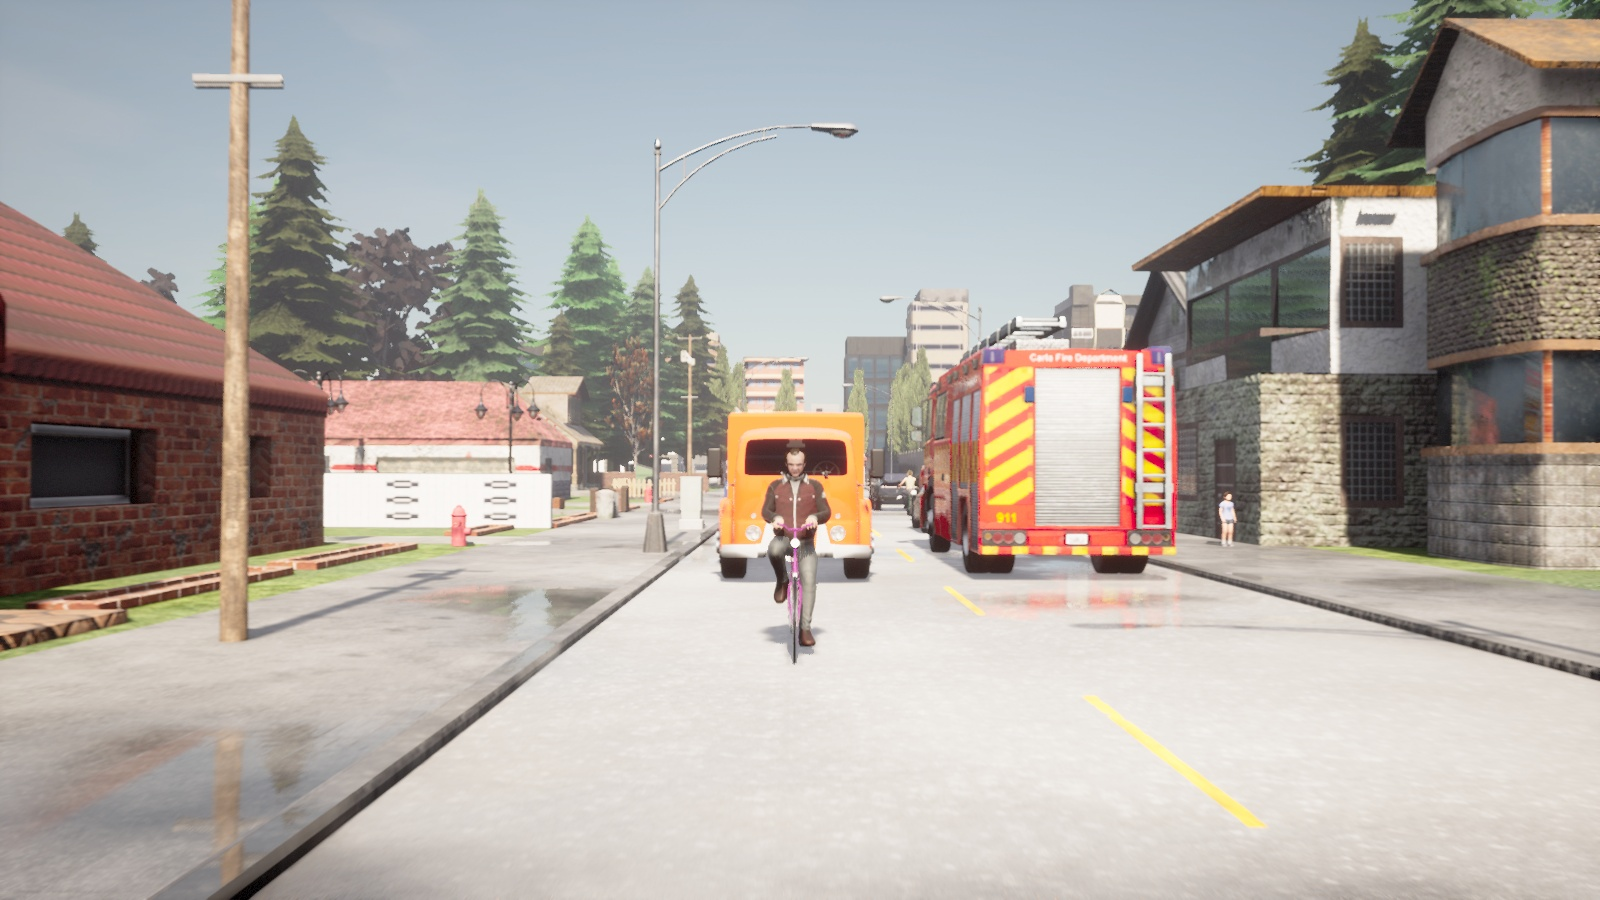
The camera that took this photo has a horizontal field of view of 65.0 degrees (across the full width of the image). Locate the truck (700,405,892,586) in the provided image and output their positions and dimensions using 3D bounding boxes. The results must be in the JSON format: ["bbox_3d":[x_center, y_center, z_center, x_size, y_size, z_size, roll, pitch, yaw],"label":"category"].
[{"bbox_3d":[-0.066,0.669,19.889,2.627,2.467,5.204,0,-1,0],"label":"truck"}]

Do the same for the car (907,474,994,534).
[{"bbox_3d":[3.895,1.380,33.111,1.845,1.501,3.633,0,-1,0],"label":"car"}]

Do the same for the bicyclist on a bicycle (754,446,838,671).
[{"bbox_3d":[-0.035,0.872,10.843,0.659,1.776,1.843,0,-1,0],"label":"bicyclist on a bicycle"}]

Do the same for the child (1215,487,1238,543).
[{"bbox_3d":[8.557,1.302,25.189,0.255,1.110,0.394,0,-1,-13],"label":"child"}]

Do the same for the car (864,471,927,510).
[{"bbox_3d":[3.850,1.633,51.263,2.128,1.511,4.902,0,-1,-1],"label":"car"}]

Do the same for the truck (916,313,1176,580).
[{"bbox_3d":[3.925,0.016,22.255,2.891,3.827,8.468,0,-1,0],"label":"truck"}]
